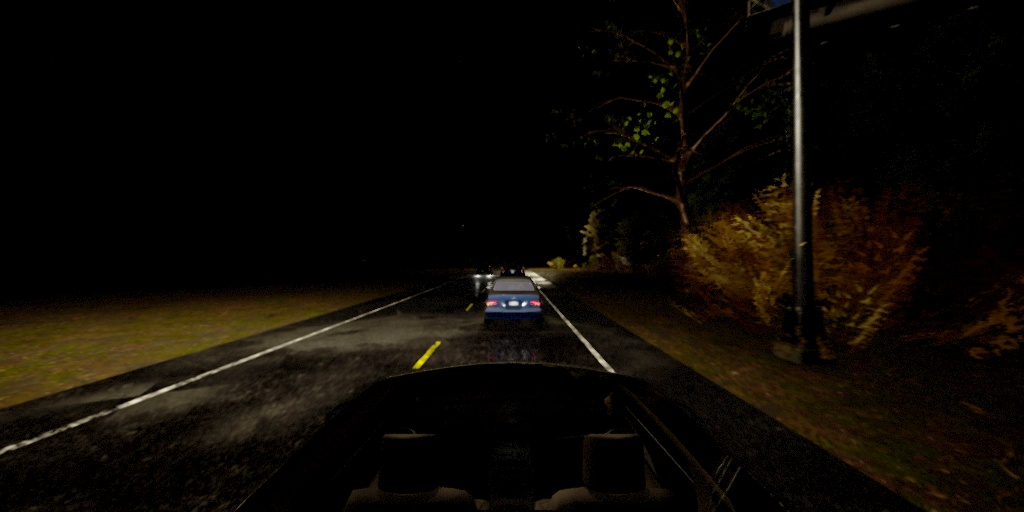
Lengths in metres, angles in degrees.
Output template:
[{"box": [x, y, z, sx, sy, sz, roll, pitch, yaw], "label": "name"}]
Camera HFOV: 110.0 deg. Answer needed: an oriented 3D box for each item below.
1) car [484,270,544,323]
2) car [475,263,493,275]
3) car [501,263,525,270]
[{"box": [0.062, 1.390, 12.484, 2.033, 1.411, 5.357, 0, 0, 0], "label": "car"}, {"box": [-3.611, 1.643, 47.084, 1.837, 1.490, 4.892, 0, 0, 0], "label": "car"}, {"box": [0.069, 1.363, 32.123, 2.097, 1.767, 4.553, 0, 0, 0], "label": "car"}]
